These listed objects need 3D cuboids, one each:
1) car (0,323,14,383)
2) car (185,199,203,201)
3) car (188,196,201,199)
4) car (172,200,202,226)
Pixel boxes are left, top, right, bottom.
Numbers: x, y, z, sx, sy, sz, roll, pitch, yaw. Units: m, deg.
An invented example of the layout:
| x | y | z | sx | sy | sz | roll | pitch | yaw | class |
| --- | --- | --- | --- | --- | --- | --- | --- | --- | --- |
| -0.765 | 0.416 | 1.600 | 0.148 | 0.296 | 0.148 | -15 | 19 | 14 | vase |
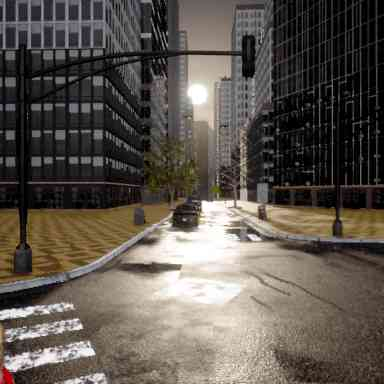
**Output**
| x | y | z | sx | sy | sz | roll | pitch | yaw | class |
| --- | --- | --- | --- | --- | --- | --- | --- | --- | --- |
| -3.635 | 1.229 | 0.939 | 5.566 | 2.045 | 2.150 | 0 | 0 | -27 | car |
| -0.068 | 1.777 | 35.628 | 1.812 | 1.442 | 4.674 | 0 | 0 | 2 | car |
| 0.311 | 1.554 | 46.281 | 2.150 | 2.045 | 5.566 | 0 | 0 | 2 | car |
| -0.433 | 1.653 | 25.415 | 1.882 | 1.535 | 5.008 | 0 | 0 | 2 | car |
